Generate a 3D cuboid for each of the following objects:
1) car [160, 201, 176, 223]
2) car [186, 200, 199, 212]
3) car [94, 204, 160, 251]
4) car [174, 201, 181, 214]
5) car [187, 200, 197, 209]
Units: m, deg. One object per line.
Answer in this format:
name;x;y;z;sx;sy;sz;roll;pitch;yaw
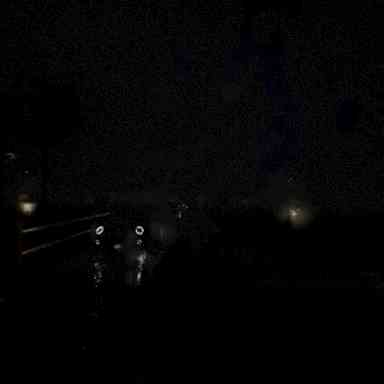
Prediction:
car;-2.848;1.844;29.173;2.128;1.511;4.902;0;-1;0
car;0.100;2.181;49.270;2.033;1.411;5.357;0;-1;0
car;-2.849;1.523;14.963;2.097;1.767;4.553;0;-1;0
car;-2.841;2.072;41.776;2.033;1.411;5.357;0;-1;1
car;0.034;2.351;63.456;1.837;1.490;4.892;0;-1;0
